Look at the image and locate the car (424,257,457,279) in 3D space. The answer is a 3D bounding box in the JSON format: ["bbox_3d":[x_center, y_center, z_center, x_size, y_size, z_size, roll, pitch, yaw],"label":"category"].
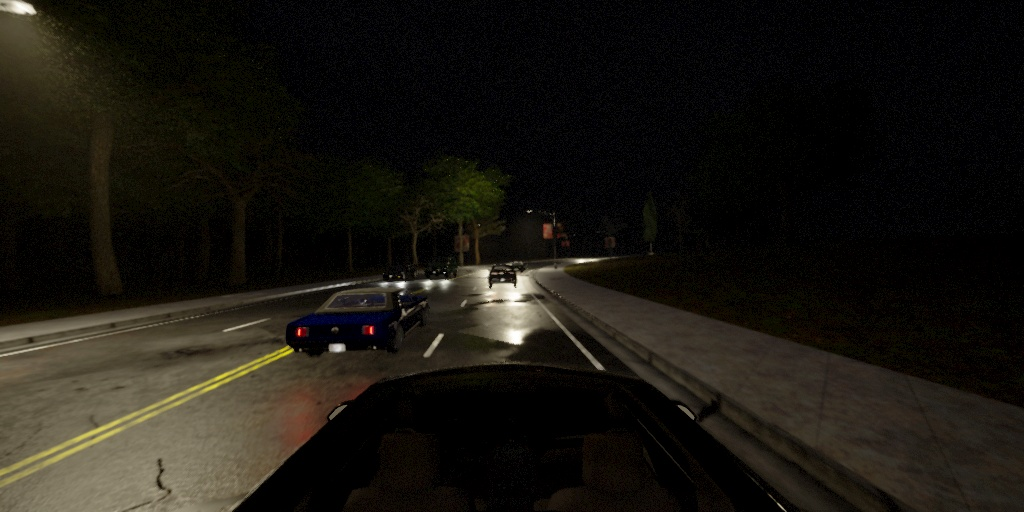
[{"bbox_3d":[-6.945,1.143,35.608,2.150,2.045,5.566,-1,0,4],"label":"car"}]

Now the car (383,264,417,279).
[{"bbox_3d":[-10.315,1.508,33.252,1.837,1.490,4.892,-1,0,3],"label":"car"}]

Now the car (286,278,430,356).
[{"bbox_3d":[-3.345,1.429,8.898,1.895,1.301,4.718,-1,0,-2],"label":"car"}]

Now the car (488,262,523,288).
[{"bbox_3d":[-0.597,1.271,24.450,2.128,1.511,4.902,-1,0,0],"label":"car"}]

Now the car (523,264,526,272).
[{"bbox_3d":[0.616,1.326,43.927,1.895,1.301,4.718,-1,0,7],"label":"car"}]
